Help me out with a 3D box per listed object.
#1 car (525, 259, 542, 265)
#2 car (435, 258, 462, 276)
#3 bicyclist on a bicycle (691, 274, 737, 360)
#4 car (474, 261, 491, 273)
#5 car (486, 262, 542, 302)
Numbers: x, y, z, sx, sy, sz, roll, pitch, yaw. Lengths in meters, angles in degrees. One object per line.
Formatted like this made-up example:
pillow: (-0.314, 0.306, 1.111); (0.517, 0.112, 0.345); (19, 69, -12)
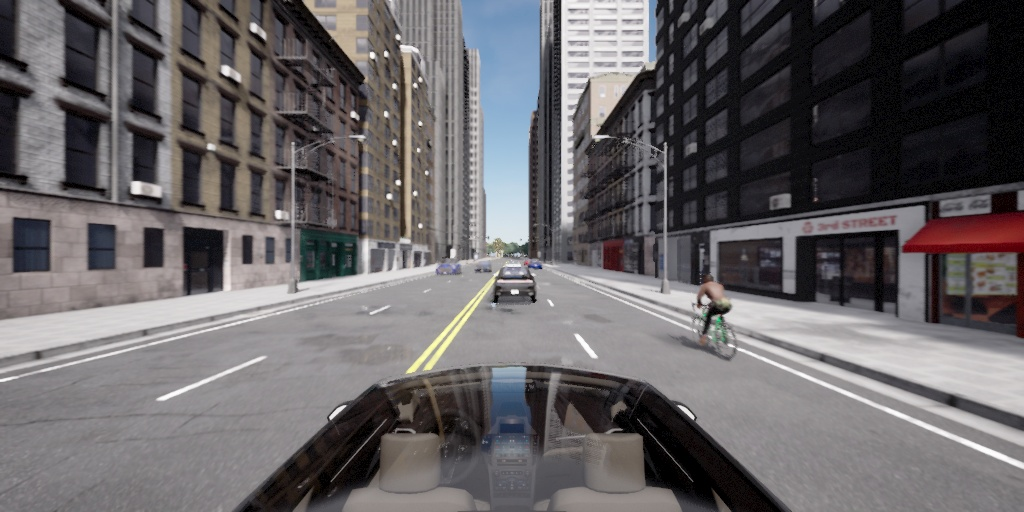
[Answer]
car: (3.434, 1.268, 54.265); (1.994, 1.385, 4.181); (0, 0, 0)
car: (-6.534, 1.063, 37.306); (2.097, 1.767, 4.553); (0, 0, 0)
bicyclist on a bicycle: (4.149, 1.205, 7.449); (0.582, 1.620, 1.656); (0, 0, 0)
car: (-3.270, 1.259, 42.062); (2.033, 1.411, 5.357); (0, 0, 0)
car: (0.121, 1.232, 16.893); (2.128, 1.511, 4.902); (0, 0, 0)
